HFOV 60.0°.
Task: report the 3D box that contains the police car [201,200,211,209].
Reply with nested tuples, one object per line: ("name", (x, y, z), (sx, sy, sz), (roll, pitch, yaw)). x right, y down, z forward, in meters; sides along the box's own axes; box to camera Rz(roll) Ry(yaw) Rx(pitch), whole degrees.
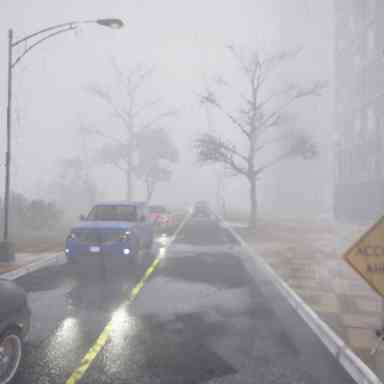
("police car", (2.648, 2.426, 64.948), (1.930, 1.638, 5.238), (1, -1, 2))

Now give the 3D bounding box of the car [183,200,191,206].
("car", (-0.930, 2.570, 76.669), (1.812, 1.442, 4.674), (1, -1, 2))

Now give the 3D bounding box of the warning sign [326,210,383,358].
("warning sign", (2.804, 1.219, 4.824), (1.300, 1.860, 1.060), (0, -1, 2))

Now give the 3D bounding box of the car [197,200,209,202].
("car", (1.304, 2.074, 47.119), (2.097, 1.767, 4.553), (1, -1, 2))

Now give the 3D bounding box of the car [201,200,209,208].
("car", (2.920, 2.655, 74.832), (1.837, 1.490, 4.892), (1, -1, 2))

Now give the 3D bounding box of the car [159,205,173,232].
("car", (-2.507, 1.672, 22.839), (2.097, 1.767, 4.553), (1, -1, 2))

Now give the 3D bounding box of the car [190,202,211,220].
("car", (0.953, 2.051, 34.104), (1.812, 1.442, 4.674), (1, -1, 2))

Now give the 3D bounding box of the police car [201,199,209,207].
("police car", (3.091, 2.667, 80.940), (1.930, 1.638, 5.238), (1, -1, 2))

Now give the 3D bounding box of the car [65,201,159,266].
("car", (-2.798, 1.385, 12.621), (2.150, 2.045, 5.566), (1, -1, 2))

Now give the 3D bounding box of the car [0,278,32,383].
("car", (-3.087, 1.535, 2.630), (1.812, 1.442, 4.674), (1, -1, 3))
